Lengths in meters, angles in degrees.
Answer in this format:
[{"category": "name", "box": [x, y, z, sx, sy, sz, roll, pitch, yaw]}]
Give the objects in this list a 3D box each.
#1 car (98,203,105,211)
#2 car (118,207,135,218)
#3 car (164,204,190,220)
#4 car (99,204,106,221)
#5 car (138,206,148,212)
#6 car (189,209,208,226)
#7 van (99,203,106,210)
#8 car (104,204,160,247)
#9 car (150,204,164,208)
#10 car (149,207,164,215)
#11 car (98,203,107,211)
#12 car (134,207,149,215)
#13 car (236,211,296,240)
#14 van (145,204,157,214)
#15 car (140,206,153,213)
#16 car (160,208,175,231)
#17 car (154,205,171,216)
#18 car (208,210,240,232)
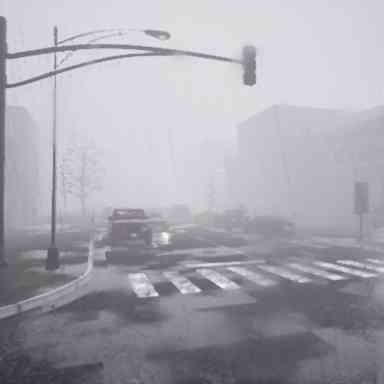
[{"category": "car", "box": [-18.919, 3.609, 71.186, 2.008, 1.369, 4.403, 0, -2, -16]}, {"category": "car", "box": [-9.751, 2.942, 49.303, 2.033, 1.411, 5.357, 0, -2, -16]}, {"category": "car", "box": [-1.573, 2.467, 41.585, 2.192, 1.841, 5.009, 0, -2, -16]}, {"category": "car", "box": [-9.617, 2.536, 39.239, 1.967, 1.590, 4.097, 0, -2, -16]}, {"category": "car", "box": [-10.873, 3.697, 73.528, 1.802, 1.307, 4.206, 0, -2, -16]}, {"category": "car", "box": [1.482, 2.361, 31.093, 1.752, 1.417, 4.829, 0, -2, -16]}, {"category": "van", "box": [-23.573, 3.880, 87.166, 1.690, 1.788, 3.998, 0, -2, -16]}, {"category": "car", "box": [-3.417, 1.768, 17.943, 2.192, 1.841, 5.009, 0, -2, -16]}, {"category": "car", "box": [-5.576, 2.778, 45.883, 2.128, 1.511, 4.902, 0, -2, -16]}, {"category": "car", "box": [-6.221, 3.216, 57.553, 1.802, 1.307, 4.206, 0, -2, -16]}, {"category": "car", "box": [-22.022, 3.694, 81.842, 2.192, 1.841, 5.009, 0, -2, -16]}, {"category": "car", "box": [-8.540, 3.189, 55.901, 1.895, 1.301, 4.718, 0, -2, -16]}, {"category": "car", "box": [4.631, 2.075, 20.279, 1.947, 1.339, 4.313, 0, -2, -16]}, {"category": "van", "box": [-7.774, 3.135, 62.884, 1.690, 1.788, 3.998, 0, -2, -16]}, {"category": "car", "box": [-9.322, 3.499, 68.204, 1.887, 1.381, 4.507, 0, -2, -16]}, {"category": "car", "box": [-3.129, 2.246, 26.227, 2.033, 1.411, 5.357, 0, -2, -16]}, {"category": "car", "box": [-4.672, 2.913, 52.232, 1.967, 1.590, 4.097, 0, -2, -16]}, {"category": "car", "box": [3.080, 2.110, 25.607, 1.967, 1.590, 4.097, 0, -2, -16]}]
